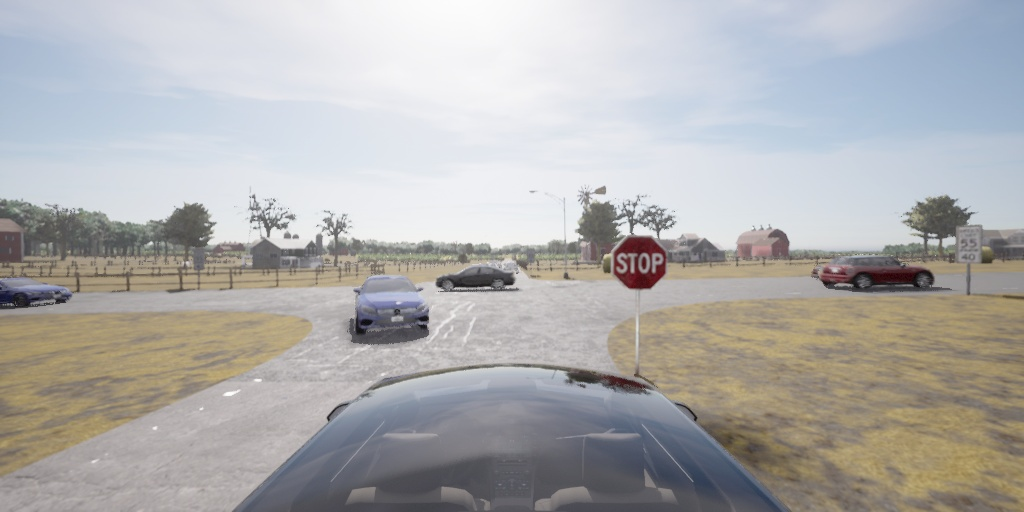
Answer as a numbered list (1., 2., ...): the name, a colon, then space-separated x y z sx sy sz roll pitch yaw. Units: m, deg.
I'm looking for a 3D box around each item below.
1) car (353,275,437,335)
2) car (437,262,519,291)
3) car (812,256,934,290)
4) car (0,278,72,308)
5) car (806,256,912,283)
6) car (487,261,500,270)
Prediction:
1. car: -3.801 1.325 11.038 1.812 1.442 4.674 1 -1 -24
2. car: -2.271 1.348 22.620 5.008 1.535 1.882 -1 0 0
3. car: 19.152 0.754 18.924 4.553 1.767 2.097 -1 1 0
4. car: -26.251 1.896 18.862 4.674 1.442 1.812 -1 1 0
5. car: 21.747 0.793 22.623 4.892 1.490 1.837 -1 1 0
6. car: -3.084 1.618 60.613 1.812 1.442 4.674 0 0 0
